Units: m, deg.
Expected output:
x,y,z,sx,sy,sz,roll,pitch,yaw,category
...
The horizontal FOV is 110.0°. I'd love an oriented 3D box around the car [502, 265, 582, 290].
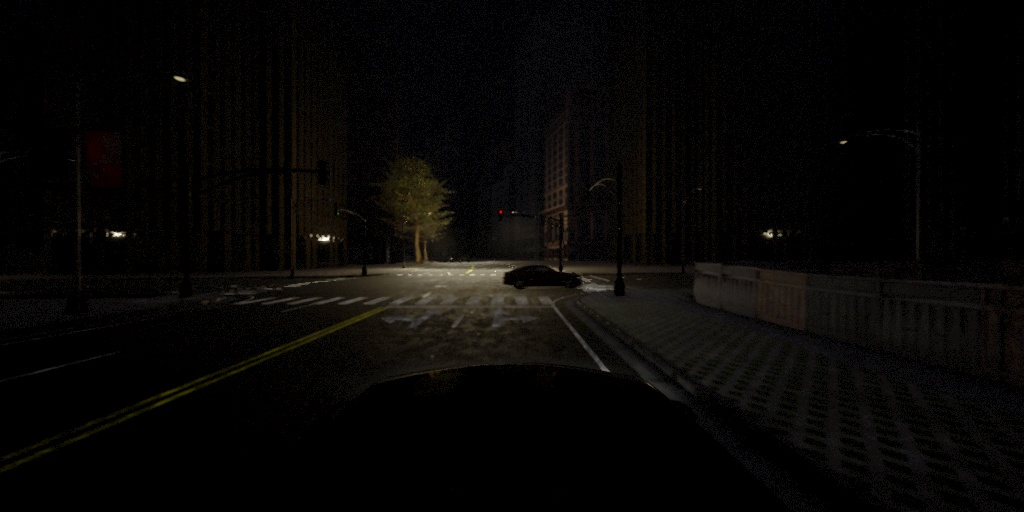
x,y,z,sx,sy,sz,roll,pitch,yaw,category
1.733,1.235,21.159,4.674,1.442,1.812,0,0,0,car
